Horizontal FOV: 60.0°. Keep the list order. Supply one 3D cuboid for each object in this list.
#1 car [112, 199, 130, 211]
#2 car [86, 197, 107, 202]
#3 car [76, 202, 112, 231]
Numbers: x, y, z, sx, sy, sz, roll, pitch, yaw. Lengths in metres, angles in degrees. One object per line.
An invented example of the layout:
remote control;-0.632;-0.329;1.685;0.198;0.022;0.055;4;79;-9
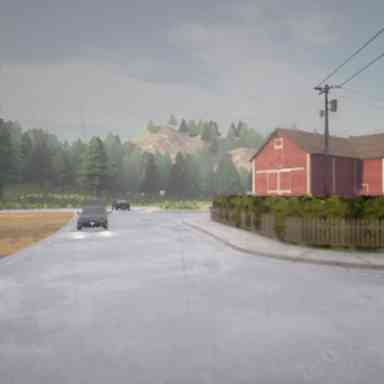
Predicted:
car;-9.678;1.751;44.946;1.882;1.535;5.008;0;0;-23
car;-10.724;1.341;37.191;1.837;1.490;4.892;0;0;-17
car;-6.463;1.640;22.065;1.837;1.490;4.892;0;0;-13
